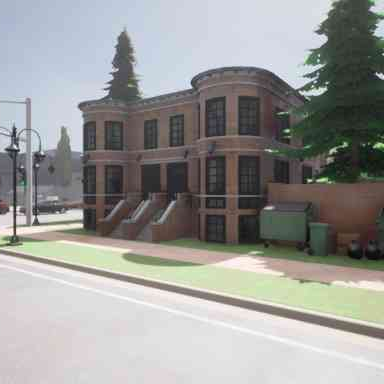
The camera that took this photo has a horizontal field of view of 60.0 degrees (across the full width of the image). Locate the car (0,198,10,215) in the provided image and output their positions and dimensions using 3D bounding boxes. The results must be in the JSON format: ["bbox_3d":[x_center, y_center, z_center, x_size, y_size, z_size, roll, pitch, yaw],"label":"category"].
[{"bbox_3d":[-20.189,1.352,31.957,2.097,1.767,4.553,0,0,35],"label":"car"}]

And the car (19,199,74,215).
[{"bbox_3d":[-14.802,1.505,33.568,1.837,1.490,4.892,0,0,34],"label":"car"}]

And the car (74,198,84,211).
[{"bbox_3d":[-13.530,1.477,41.813,1.882,1.535,5.008,0,0,31],"label":"car"}]
